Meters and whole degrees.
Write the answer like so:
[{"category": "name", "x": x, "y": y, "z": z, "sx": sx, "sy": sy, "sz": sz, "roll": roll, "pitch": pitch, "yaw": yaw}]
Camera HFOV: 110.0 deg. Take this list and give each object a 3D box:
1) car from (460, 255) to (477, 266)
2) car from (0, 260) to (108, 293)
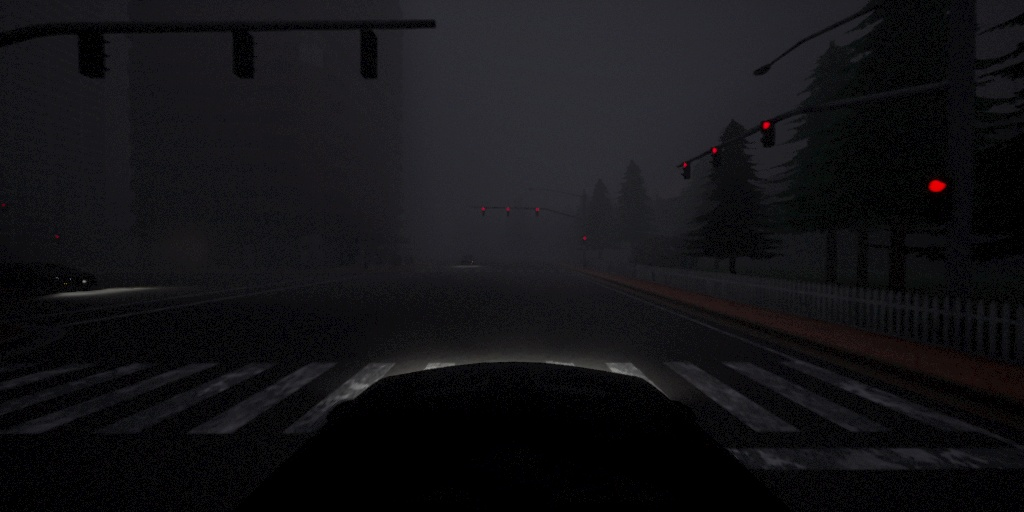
[{"category": "car", "x": -5.821, "y": 0.603, "z": 48.669, "sx": 1.837, "sy": 1.490, "sz": 4.892, "roll": 0, "pitch": 2, "yaw": 2}, {"category": "car", "x": -24.249, "y": 1.059, "z": 18.307, "sx": 4.892, "sy": 1.490, "sz": 1.837, "roll": 0, "pitch": 1, "yaw": 0}]
